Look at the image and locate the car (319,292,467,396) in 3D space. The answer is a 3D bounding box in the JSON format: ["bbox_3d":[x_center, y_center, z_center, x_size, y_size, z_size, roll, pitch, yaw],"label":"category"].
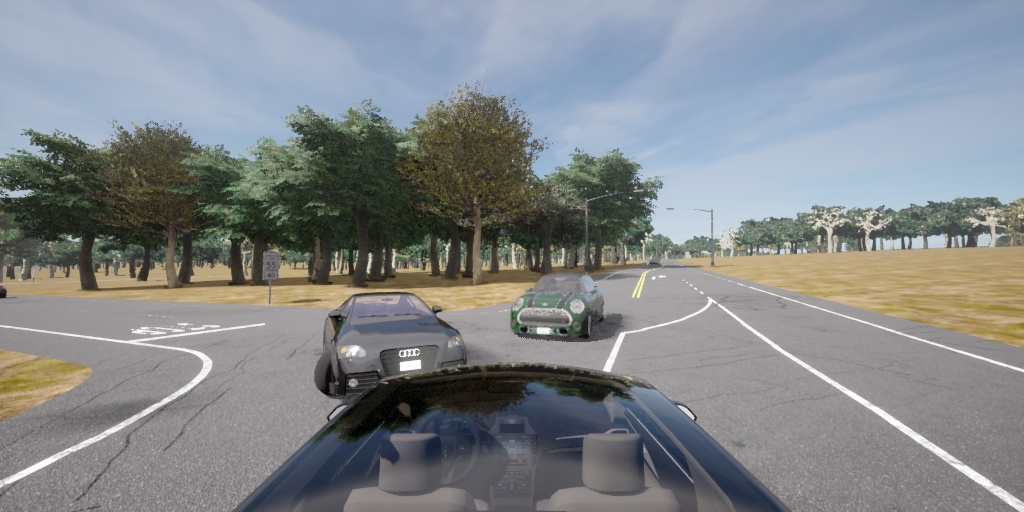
[{"bbox_3d":[-2.354,1.377,6.660,1.994,1.385,4.181,1,-2,-29],"label":"car"}]

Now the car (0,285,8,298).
[{"bbox_3d":[-40.852,2.566,27.440,4.181,1.385,1.994,-2,-3,22],"label":"car"}]

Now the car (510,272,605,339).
[{"bbox_3d":[1.573,1.334,11.017,2.097,1.767,4.553,-1,-2,21],"label":"car"}]
